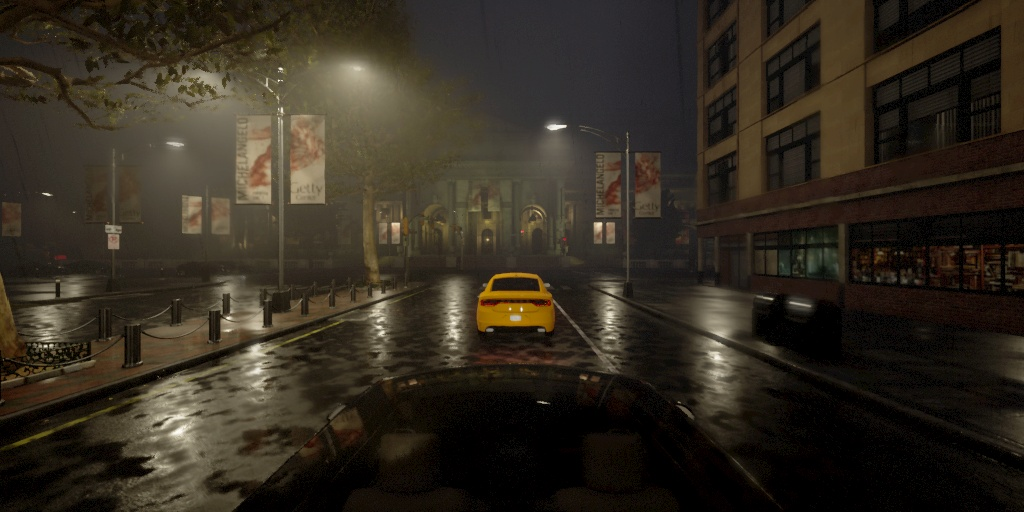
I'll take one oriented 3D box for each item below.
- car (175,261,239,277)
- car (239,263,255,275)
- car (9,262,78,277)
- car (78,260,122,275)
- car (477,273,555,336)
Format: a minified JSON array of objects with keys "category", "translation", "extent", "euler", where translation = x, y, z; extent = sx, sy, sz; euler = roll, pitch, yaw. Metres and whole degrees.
[{"category":"car","translation":[-29.690,1.255,34.682],"extent":[4.892,1.490,1.837],"euler":[0,0,4]},{"category":"car","translation":[-30.203,1.255,38.308],"extent":[4.892,1.490,1.837],"euler":[0,0,1]},{"category":"car","translation":[-45.806,1.314,34.916],"extent":[4.181,1.385,1.994],"euler":[0,0,0]},{"category":"car","translation":[-44.950,1.227,38.433],"extent":[5.008,1.535,1.882],"euler":[0,0,0]},{"category":"car","translation":[0.122,1.228,10.431],"extent":[1.882,1.535,5.008],"euler":[0,0,1]}]
